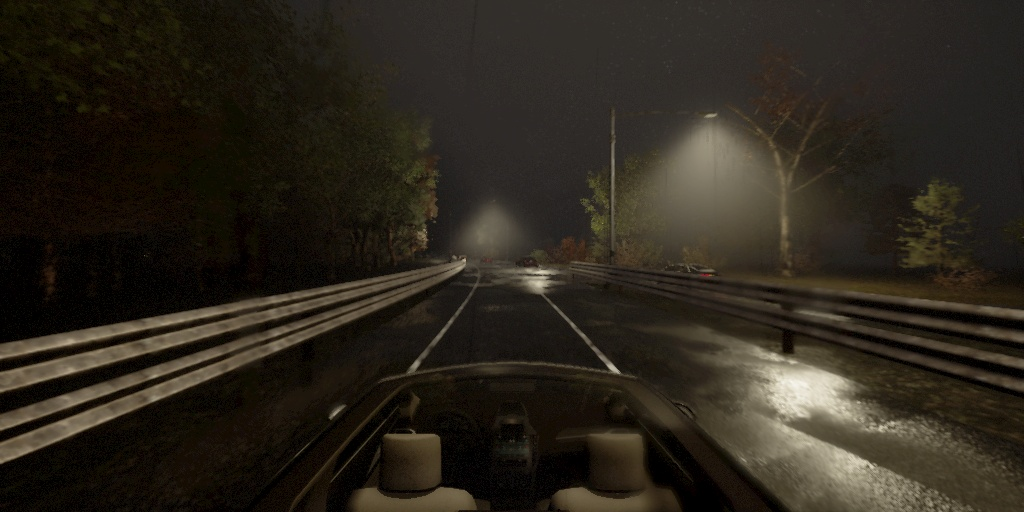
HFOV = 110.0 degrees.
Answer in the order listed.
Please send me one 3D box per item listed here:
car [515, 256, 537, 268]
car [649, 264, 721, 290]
[{"bbox_3d":[1.949,0.776,51.189,2.097,1.767,4.553,0,0,-17],"label":"car"},{"bbox_3d":[10.719,1.228,22.593,1.837,1.490,4.892,0,1,-17],"label":"car"}]
